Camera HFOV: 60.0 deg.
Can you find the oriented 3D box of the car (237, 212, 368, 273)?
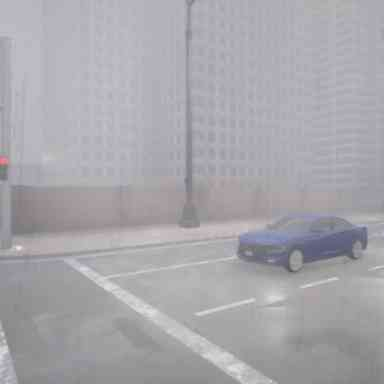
[{"bbox_3d":[3.665,1.444,10.748,5.008,1.535,1.882,0,0,-34],"label":"car"}]
